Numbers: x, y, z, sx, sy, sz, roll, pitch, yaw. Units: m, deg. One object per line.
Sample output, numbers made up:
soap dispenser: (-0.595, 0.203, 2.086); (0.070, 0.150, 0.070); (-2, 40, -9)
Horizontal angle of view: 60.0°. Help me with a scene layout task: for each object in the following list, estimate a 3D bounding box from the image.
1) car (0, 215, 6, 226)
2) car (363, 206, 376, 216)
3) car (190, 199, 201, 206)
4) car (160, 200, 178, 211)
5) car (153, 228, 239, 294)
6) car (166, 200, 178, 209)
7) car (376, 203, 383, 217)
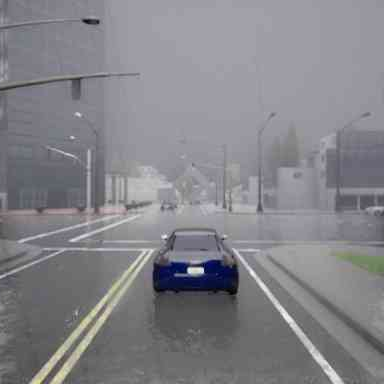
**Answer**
car: (-16.240, 1.894, 24.388); (4.674, 1.442, 1.812); (-1, -1, 0)
car: (20.747, 1.857, 35.387); (4.674, 1.442, 1.812); (0, -1, -2)
car: (0.734, 2.333, 75.394); (2.128, 1.511, 4.902); (0, -1, 12)
car: (-3.584, 2.022, 49.454); (2.128, 1.511, 4.902); (0, -1, 0)
car: (0.080, 1.663, 9.092); (1.994, 1.385, 4.181); (0, -1, 0)
car: (-3.538, 2.146, 59.853); (1.837, 1.490, 4.892); (0, -1, 0)
car: (20.508, 1.856, 31.872); (4.181, 1.385, 1.994); (0, -1, 0)
